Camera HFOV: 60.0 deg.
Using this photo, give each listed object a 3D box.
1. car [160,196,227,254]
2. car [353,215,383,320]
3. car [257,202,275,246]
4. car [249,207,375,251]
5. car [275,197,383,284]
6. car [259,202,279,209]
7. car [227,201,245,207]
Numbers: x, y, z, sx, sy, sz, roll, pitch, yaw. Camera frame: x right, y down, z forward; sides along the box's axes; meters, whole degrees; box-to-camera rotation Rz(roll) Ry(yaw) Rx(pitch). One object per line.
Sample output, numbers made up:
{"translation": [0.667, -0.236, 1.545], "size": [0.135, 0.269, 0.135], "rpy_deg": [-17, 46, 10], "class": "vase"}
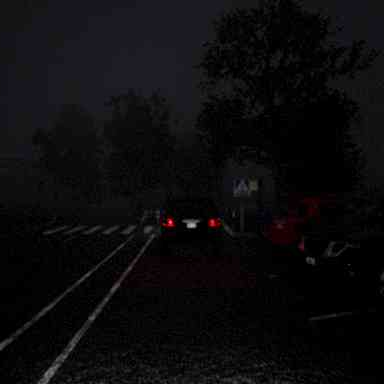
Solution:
{"translation": [-0.066, 1.191, 13.551], "size": [2.150, 2.045, 5.566], "rpy_deg": [0, 0, -1], "class": "car"}
{"translation": [5.338, 1.367, 5.522], "size": [4.553, 1.767, 2.185], "rpy_deg": [1, 0, -21], "class": "car"}
{"translation": [5.261, 1.221, 11.470], "size": [5.566, 2.045, 2.435], "rpy_deg": [1, 0, -21], "class": "car"}
{"translation": [5.174, 1.463, 14.430], "size": [4.892, 1.521, 2.231], "rpy_deg": [1, 0, -21], "class": "car"}
{"translation": [5.253, 1.231, 8.467], "size": [5.566, 2.045, 2.435], "rpy_deg": [1, 0, -21], "class": "car"}
{"translation": [17.700, 3.031, 76.633], "size": [1.837, 1.490, 4.892], "rpy_deg": [0, 0, -29], "class": "car"}
{"translation": [11.083, 3.060, 84.306], "size": [4.902, 1.511, 2.128], "rpy_deg": [0, 0, 31], "class": "car"}
